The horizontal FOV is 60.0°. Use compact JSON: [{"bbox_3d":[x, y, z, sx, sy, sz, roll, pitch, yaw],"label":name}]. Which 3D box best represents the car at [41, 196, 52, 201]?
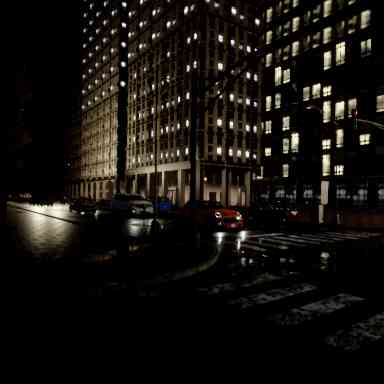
[{"bbox_3d":[-36.671,1.570,83.844,1.802,1.307,4.206,1,-1,-35],"label":"car"}]

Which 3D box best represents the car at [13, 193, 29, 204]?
[{"bbox_3d":[-30.444,1.155,60.567,2.192,1.841,5.009,1,-1,-35],"label":"car"}]

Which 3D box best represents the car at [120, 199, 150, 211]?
[{"bbox_3d":[-7.285,1.584,42.361,2.008,1.369,4.403,1,-1,-35],"label":"car"}]

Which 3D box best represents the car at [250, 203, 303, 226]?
[{"bbox_3d":[5.778,1.505,23.925,1.967,1.590,4.097,1,-1,-35],"label":"car"}]

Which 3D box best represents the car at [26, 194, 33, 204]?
[{"bbox_3d":[-23.918,1.432,51.346,1.802,1.307,4.206,1,-1,-35],"label":"car"}]

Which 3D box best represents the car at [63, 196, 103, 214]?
[{"bbox_3d":[-10.857,1.427,32.909,2.008,1.369,4.403,1,-1,-35],"label":"car"}]

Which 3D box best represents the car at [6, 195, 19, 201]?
[{"bbox_3d":[-40.242,1.378,74.393,2.008,1.369,4.403,1,-1,-35],"label":"car"}]

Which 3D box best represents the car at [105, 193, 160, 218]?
[{"bbox_3d":[-5.449,1.155,29.762,2.150,2.045,5.566,1,-1,-35],"label":"car"}]

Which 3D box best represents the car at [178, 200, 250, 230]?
[{"bbox_3d":[1.053,1.303,20.537,2.097,1.767,4.553,1,-1,-34],"label":"car"}]

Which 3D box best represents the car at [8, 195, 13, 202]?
[{"bbox_3d":[-36.978,1.397,69.783,1.947,1.339,4.313,1,-1,-35],"label":"car"}]

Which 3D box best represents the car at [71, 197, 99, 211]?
[{"bbox_3d":[-13.205,1.421,40.738,1.837,1.490,4.892,1,0,-35],"label":"car"}]

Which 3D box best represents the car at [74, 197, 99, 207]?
[{"bbox_3d":[-16.062,1.517,50.269,2.033,1.411,5.357,1,-1,-36],"label":"car"}]

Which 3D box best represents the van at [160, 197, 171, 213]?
[{"bbox_3d":[-4.016,1.382,37.754,1.690,1.788,3.998,1,-1,-35],"label":"van"}]

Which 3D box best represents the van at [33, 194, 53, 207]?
[{"bbox_3d":[-20.649,1.197,46.739,1.690,1.788,3.998,1,-1,-35],"label":"van"}]

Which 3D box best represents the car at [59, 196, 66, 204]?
[{"bbox_3d":[-22.193,1.464,58.921,1.837,1.490,4.892,1,-1,-35],"label":"car"}]
